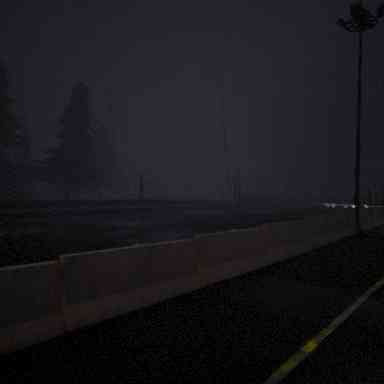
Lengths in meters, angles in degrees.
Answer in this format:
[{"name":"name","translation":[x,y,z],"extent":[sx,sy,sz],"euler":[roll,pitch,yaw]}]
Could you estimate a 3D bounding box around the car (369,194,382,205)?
[{"name":"car","translation":[32.724,1.284,59.499],"extent":[2.150,2.045,5.566],"euler":[1,0,41]}]
